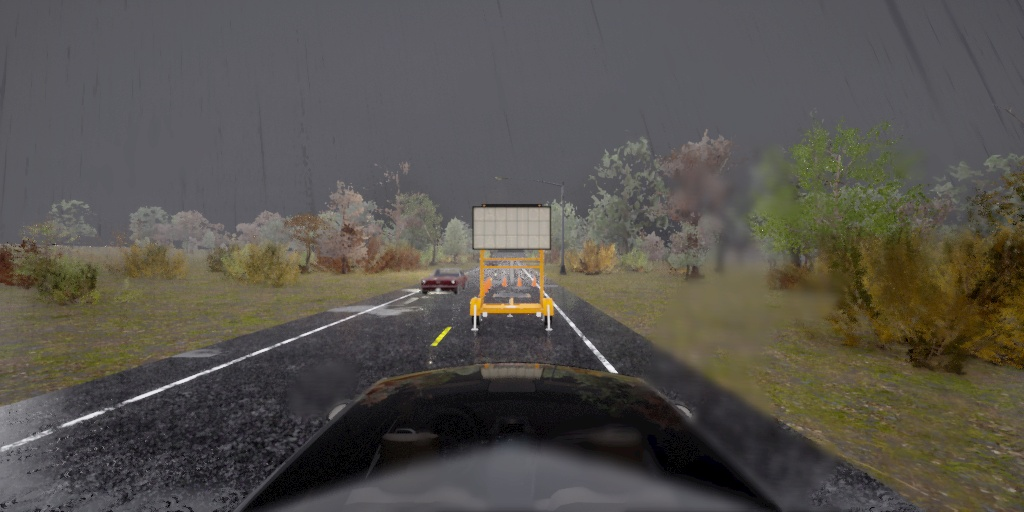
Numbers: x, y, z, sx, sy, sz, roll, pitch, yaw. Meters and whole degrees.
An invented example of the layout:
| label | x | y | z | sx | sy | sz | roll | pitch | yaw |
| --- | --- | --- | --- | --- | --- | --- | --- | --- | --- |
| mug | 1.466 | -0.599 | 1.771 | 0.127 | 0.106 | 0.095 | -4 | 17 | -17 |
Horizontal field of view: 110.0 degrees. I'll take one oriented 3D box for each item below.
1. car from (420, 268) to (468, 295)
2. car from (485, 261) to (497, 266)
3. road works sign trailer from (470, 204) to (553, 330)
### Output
| label | x | y | z | sx | sy | sz | roll | pitch | yaw |
| --- | --- | --- | --- | --- | --- | --- | --- | --- | --- |
| car | -3.606 | 1.350 | 19.737 | 1.895 | 1.301 | 4.718 | 0 | 0 | 0 |
| car | -3.593 | 1.318 | 62.980 | 1.994 | 1.385 | 4.181 | 0 | 0 | 0 |
| road works sign trailer | -0.003 | 0.214 | 11.055 | 2.380 | 3.560 | 2.880 | 0 | 0 | 0 |
